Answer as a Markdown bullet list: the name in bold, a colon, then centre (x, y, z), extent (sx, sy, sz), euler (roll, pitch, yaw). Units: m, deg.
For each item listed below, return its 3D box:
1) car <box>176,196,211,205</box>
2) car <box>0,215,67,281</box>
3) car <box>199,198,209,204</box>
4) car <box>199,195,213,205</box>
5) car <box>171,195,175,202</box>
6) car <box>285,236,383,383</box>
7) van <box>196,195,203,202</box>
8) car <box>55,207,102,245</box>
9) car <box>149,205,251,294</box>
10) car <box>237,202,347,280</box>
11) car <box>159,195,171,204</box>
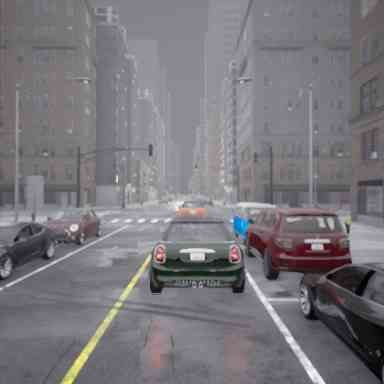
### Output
- **car**: centre (-0.003, 1.443, 25.045), extent (2.097, 1.767, 4.553), euler (0, 0, -2)
- **car**: centre (-5.644, 1.603, 10.026), extent (1.947, 1.339, 4.313), euler (0, 0, 0)
- **car**: centre (2.495, 1.881, 70.733), extent (1.802, 1.307, 4.206), euler (0, 0, -1)
- **car**: centre (2.716, 1.686, 59.426), extent (1.967, 1.590, 4.097), euler (0, 0, -1)
- **car**: centre (-6.361, 1.711, 87.538), extent (2.192, 1.841, 5.009), euler (0, 0, -1)
- **car**: centre (2.868, 1.583, 4.488), extent (1.947, 1.339, 4.313), euler (0, 0, 0)
- **van**: centre (2.052, 1.780, 93.346), extent (1.690, 1.788, 3.998), euler (0, 0, -1)
- **car**: centre (-5.631, 1.498, 15.551), extent (1.967, 1.590, 4.097), euler (0, 0, 0)
- **car**: centre (0.121, 1.385, 9.064), extent (2.097, 1.767, 4.553), euler (0, 0, 0)
- **car**: centre (2.882, 1.353, 10.013), extent (2.192, 1.841, 5.009), euler (0, 0, 0)
- **car**: centre (-6.028, 1.738, 70.576), extent (1.967, 1.590, 4.097), euler (0, 0, -1)
